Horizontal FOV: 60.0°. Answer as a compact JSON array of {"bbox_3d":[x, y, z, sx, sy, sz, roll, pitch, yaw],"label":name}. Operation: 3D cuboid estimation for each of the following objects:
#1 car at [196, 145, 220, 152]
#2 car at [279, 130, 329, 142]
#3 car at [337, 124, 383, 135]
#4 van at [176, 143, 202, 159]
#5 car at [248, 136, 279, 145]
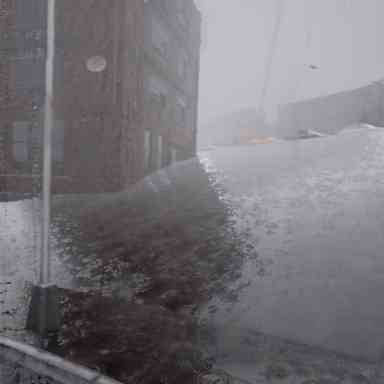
[{"bbox_3d":[2.389,-5.757,46.289,2.231,1.521,4.892,1,2,-32],"label":"car"},{"bbox_3d":[11.266,-5.257,32.345,2.185,1.767,4.553,1,2,-32],"label":"car"},{"bbox_3d":[14.307,-4.869,27.564,2.002,1.452,4.674,1,2,-33],"label":"car"},{"bbox_3d":[-0.500,-6.179,50.835,1.878,1.987,4.442,1,2,-32],"label":"van"},{"bbox_3d":[8.305,-5.470,36.999,2.185,1.767,4.553,1,2,-33],"label":"car"}]
